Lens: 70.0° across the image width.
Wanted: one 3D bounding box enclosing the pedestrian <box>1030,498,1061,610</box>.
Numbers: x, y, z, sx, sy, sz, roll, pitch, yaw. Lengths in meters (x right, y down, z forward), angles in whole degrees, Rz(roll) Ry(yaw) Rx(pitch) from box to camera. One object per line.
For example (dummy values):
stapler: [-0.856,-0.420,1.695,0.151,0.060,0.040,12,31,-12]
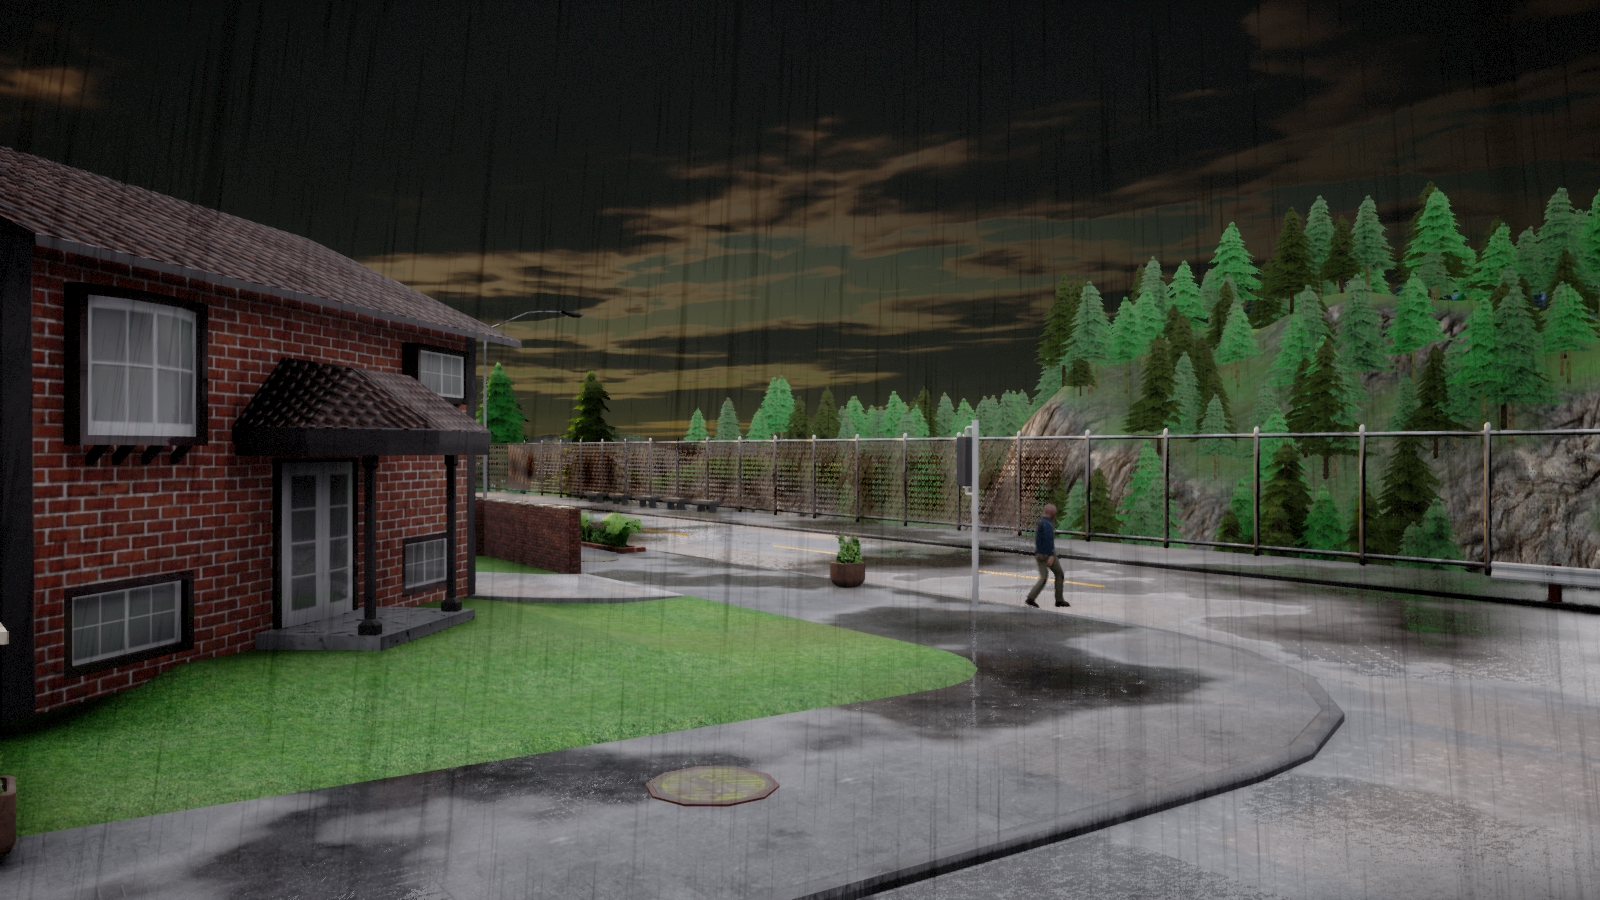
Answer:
pedestrian: [4.149,1.745,19.316,0.375,1.860,0.375,0,0,-16]
